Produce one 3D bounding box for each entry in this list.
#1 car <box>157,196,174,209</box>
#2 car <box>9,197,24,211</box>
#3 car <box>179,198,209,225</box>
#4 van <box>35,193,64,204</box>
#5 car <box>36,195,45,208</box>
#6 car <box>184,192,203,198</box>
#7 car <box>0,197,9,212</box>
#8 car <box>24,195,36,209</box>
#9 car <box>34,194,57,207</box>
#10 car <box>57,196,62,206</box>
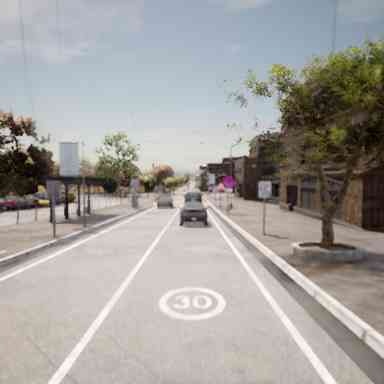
[{"bbox_3d":[-3.296,1.265,41.646,1.882,1.535,5.008,0,1,0],"label":"car"},{"bbox_3d":[-22.072,1.394,37.219,5.008,1.535,2.097,0,0,0],"label":"car"},{"bbox_3d":[0.125,1.447,23.426,1.837,1.490,4.892,0,0,0],"label":"car"},{"bbox_3d":[-21.953,1.139,51.094,4.442,1.987,1.878,0,0,0],"label":"van"},{"bbox_3d":[-22.097,1.411,42.769,4.792,1.488,2.163,0,0,0],"label":"car"},{"bbox_3d":[0.145,1.007,41.274,2.150,2.045,5.566,0,0,0],"label":"car"},{"bbox_3d":[-22.097,1.275,34.443,4.553,1.767,2.185,0,0,0],"label":"car"},{"bbox_3d":[-22.061,1.389,39.994,4.892,1.521,2.231,0,0,0],"label":"car"},{"bbox_3d":[-21.882,1.373,45.543,5.366,1.575,1.946,0,0,0],"label":"car"},{"bbox_3d":[-22.099,1.400,48.321,4.792,1.488,2.163,0,0,0],"label":"car"}]
